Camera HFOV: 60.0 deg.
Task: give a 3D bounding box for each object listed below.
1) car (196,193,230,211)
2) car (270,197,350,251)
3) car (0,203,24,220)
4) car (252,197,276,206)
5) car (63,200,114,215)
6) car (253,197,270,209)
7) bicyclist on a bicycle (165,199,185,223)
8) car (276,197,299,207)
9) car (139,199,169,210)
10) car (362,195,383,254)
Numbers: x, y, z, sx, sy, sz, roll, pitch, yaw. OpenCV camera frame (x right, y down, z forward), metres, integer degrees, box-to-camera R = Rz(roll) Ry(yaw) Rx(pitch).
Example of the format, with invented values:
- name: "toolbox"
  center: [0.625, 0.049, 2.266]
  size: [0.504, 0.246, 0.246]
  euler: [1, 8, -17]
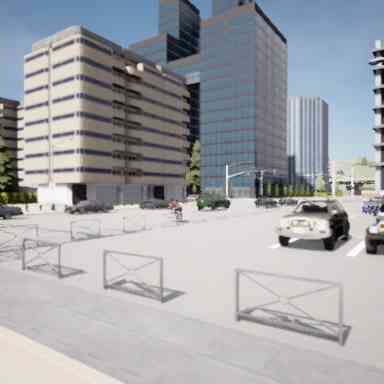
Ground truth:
- name: "car"
  center: [2.705, 1.197, 41.244]
  size: [2.150, 2.045, 5.566]
  euler: [0, -1, 34]
- name: "car"
  center: [5.048, 1.148, 13.521]
  size: [1.932, 1.855, 4.605]
  euler: [0, 0, 34]
- name: "car"
  center: [-16.183, 1.530, 26.126]
  size: [2.033, 1.411, 5.357]
  euler: [0, 0, 34]
- name: "car"
  center: [11.869, 1.525, 54.826]
  size: [2.033, 1.411, 5.357]
  euler: [0, 0, 34]
- name: "car"
  center: [-10.540, 1.528, 34.487]
  size: [2.033, 1.411, 5.357]
  euler: [0, 0, 34]
- name: "car"
  center: [10.278, 1.486, 46.209]
  size: [1.837, 1.490, 4.892]
  euler: [0, 0, 34]
- name: "bicyclist on a bicycle"
  center: [-1.157, 1.291, 22.498]
  size: [1.656, 1.620, 0.582]
  euler: [0, 0, 34]
- name: "car"
  center: [15.530, 1.527, 53.991]
  size: [2.033, 1.411, 5.357]
  euler: [0, 0, 34]
- name: "car"
  center: [-4.878, 1.542, 42.836]
  size: [1.994, 1.385, 4.181]
  euler: [0, 0, 36]
- name: "car"
  center: [7.411, 1.153, 11.849]
  size: [1.905, 1.878, 3.866]
  euler: [0, 0, 34]
